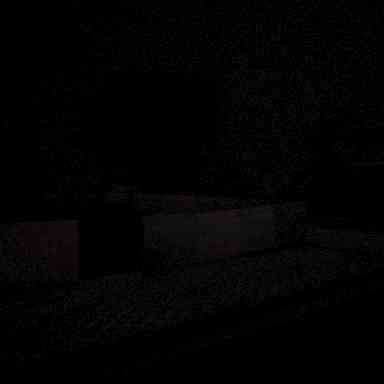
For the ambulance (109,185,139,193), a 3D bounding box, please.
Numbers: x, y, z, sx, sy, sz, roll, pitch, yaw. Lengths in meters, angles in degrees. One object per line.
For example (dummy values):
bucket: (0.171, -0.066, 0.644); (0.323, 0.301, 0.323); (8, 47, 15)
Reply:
ambulance: (-8.350, 0.409, 42.340); (2.351, 2.431, 6.366); (1, 0, -36)
